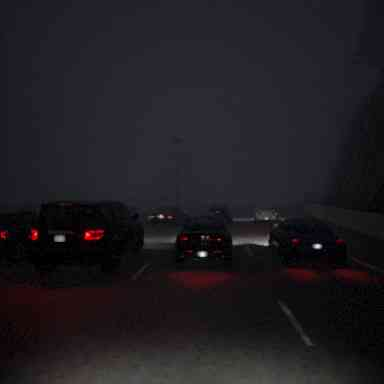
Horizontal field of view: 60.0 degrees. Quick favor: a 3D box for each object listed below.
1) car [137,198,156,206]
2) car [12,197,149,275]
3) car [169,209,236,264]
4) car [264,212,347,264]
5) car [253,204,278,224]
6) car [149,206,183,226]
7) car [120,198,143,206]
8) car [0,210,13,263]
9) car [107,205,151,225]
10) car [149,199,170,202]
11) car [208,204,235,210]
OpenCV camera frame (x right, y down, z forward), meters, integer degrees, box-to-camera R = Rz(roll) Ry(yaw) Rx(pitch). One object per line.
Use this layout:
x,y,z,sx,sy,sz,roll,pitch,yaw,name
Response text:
-8.890,2.002,65.725,1.994,1.385,4.181,0,0,20,car
-3.109,1.291,10.907,2.150,2.045,5.566,0,-1,4,car
0.524,1.589,12.268,1.837,1.490,4.892,0,0,5,car
4.037,1.647,12.211,1.994,1.385,4.181,0,0,5,car
5.795,1.702,26.313,1.812,1.442,4.674,0,0,10,car
-1.642,1.713,24.456,2.033,1.411,5.357,0,0,9,car
-12.151,1.992,67.019,2.033,1.411,5.357,0,0,20,car
-6.476,1.437,12.526,2.097,1.767,4.553,0,0,5,car
-4.846,1.779,26.451,1.895,1.301,4.718,0,0,10,car
-5.810,1.934,63.966,1.837,1.490,4.892,0,0,21,car
2.206,1.682,26.135,1.837,1.490,4.892,0,0,10,car
